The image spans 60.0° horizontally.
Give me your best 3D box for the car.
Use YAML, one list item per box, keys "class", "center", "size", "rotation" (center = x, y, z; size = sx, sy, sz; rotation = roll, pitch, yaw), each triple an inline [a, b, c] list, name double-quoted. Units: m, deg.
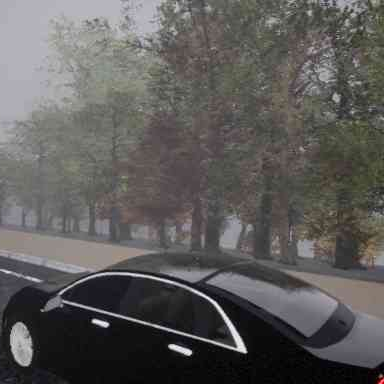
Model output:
- class: "car"
  center: [-0.361, 1.494, 3.938]
  size: [4.892, 1.490, 1.837]
  rotation: [1, 0, 36]
